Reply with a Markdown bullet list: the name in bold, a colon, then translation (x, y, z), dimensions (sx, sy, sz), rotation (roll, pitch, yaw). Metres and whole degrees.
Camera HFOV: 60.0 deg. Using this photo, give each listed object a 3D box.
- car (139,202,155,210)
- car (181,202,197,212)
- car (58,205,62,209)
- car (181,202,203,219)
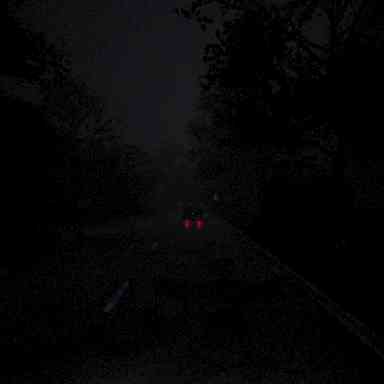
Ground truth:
- **car**: translation (-9.725, 2.717, 64.803), dimensions (5.008, 1.535, 1.882), rotation (-1, -2, 17)
- **car**: translation (-0.546, 2.353, 53.884), dimensions (1.882, 1.535, 5.008), rotation (1, -2, -9)
- **car**: translation (-25.881, 2.770, 65.506), dimensions (4.902, 1.511, 2.128), rotation (0, -2, 8)
- **car**: translation (0.088, 1.900, 34.226), dimensions (2.128, 1.511, 4.902), rotation (0, -1, 0)
